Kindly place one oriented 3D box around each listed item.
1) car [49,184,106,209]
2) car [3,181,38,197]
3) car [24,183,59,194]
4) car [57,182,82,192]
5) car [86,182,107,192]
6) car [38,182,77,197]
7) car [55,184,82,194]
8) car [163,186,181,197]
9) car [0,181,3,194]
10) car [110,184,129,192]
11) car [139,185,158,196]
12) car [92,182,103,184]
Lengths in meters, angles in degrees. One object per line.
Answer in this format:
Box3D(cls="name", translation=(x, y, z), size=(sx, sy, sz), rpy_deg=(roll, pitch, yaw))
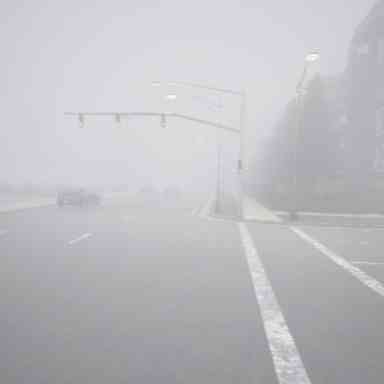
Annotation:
Box3D(cls="car", translation=(-8.392, 0.427, 25.153), size=(2.128, 1.511, 4.902), rpy_deg=(1, 2, 4))
Box3D(cls="car", translation=(-18.903, -0.259, 38.369), size=(2.128, 1.511, 4.902), rpy_deg=(1, 2, 6))
Box3D(cls="car", translation=(-21.407, -0.578, 47.677), size=(2.033, 1.411, 5.357), rpy_deg=(2, 2, 7))
Box3D(cls="car", translation=(-20.499, -0.910, 55.887), size=(1.882, 1.535, 5.008), rpy_deg=(2, 2, 7))
Box3D(cls="car", translation=(-16.701, -0.881, 58.252), size=(1.837, 1.490, 4.892), rpy_deg=(1, 2, 7))
Box3D(cls="car", translation=(-15.358, -0.175, 38.605), size=(1.837, 1.490, 4.892), rpy_deg=(1, 2, 6))
Box3D(cls="car", translation=(-17.827, -0.504, 48.315), size=(1.994, 1.385, 4.181), rpy_deg=(2, 2, 7))
Box3D(cls="car", translation=(-2.794, -0.109, 46.508), size=(1.994, 1.385, 4.181), rpy_deg=(1, 2, 6))
Box3D(cls="car", translation=(-22.446, -0.466, 38.039), size=(2.097, 1.767, 4.553), rpy_deg=(1, 2, 6))
Box3D(cls="car", translation=(-12.987, -0.814, 60.001), size=(2.033, 1.411, 5.357), rpy_deg=(1, 2, 7))
Box3D(cls="car", translation=(-6.176, -0.313, 47.762), size=(1.882, 1.535, 5.008), rpy_deg=(1, 2, 6))
Box3D(cls="car", translation=(-14.295, -0.447, 48.442), size=(2.033, 1.411, 5.357), rpy_deg=(2, 2, 7))
